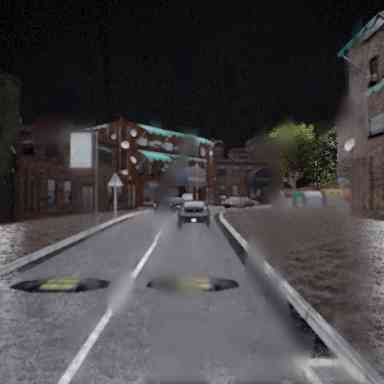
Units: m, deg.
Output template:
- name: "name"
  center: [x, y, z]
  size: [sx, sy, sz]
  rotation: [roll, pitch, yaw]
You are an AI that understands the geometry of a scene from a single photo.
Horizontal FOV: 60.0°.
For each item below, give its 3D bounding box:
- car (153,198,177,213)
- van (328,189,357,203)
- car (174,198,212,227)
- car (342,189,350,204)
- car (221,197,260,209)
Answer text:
- name: "car"
  center: [-1.844, 1.196, 30.507]
  size: [1.895, 1.301, 4.718]
  rotation: [0, 0, 18]
- name: "van"
  center: [23.751, 0.621, 52.606]
  size: [1.878, 1.987, 4.442]
  rotation: [-3, -1, -12]
- name: "car"
  center: [0.159, 1.226, 20.207]
  size: [1.837, 1.490, 4.892]
  rotation: [0, 1, 1]
- name: "car"
  center: [21.042, 0.587, 39.582]
  size: [2.435, 2.045, 5.566]
  rotation: [-3, -1, -12]
- name: "car"
  center: [5.524, 1.221, 37.496]
  size: [5.357, 1.411, 2.033]
  rotation: [1, -2, -45]
